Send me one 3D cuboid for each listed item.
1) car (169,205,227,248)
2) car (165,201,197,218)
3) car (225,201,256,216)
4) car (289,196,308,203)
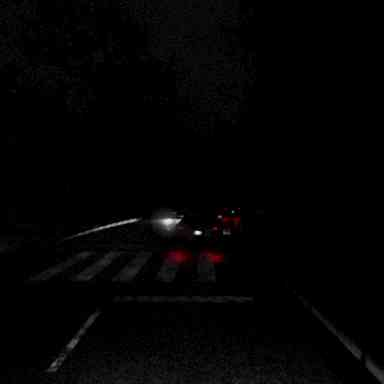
[{"bbox_3d":[0.365,1.497,14.511,1.994,1.385,4.181,0,0,4],"label":"car"},{"bbox_3d":[-0.679,1.456,28.095,1.994,1.385,4.181,0,0,21],"label":"car"},{"bbox_3d":[4.617,1.463,31.461,1.895,1.301,4.718,0,0,26],"label":"car"},{"bbox_3d":[20.862,1.412,64.426,1.895,1.301,4.718,0,0,-15],"label":"car"}]
